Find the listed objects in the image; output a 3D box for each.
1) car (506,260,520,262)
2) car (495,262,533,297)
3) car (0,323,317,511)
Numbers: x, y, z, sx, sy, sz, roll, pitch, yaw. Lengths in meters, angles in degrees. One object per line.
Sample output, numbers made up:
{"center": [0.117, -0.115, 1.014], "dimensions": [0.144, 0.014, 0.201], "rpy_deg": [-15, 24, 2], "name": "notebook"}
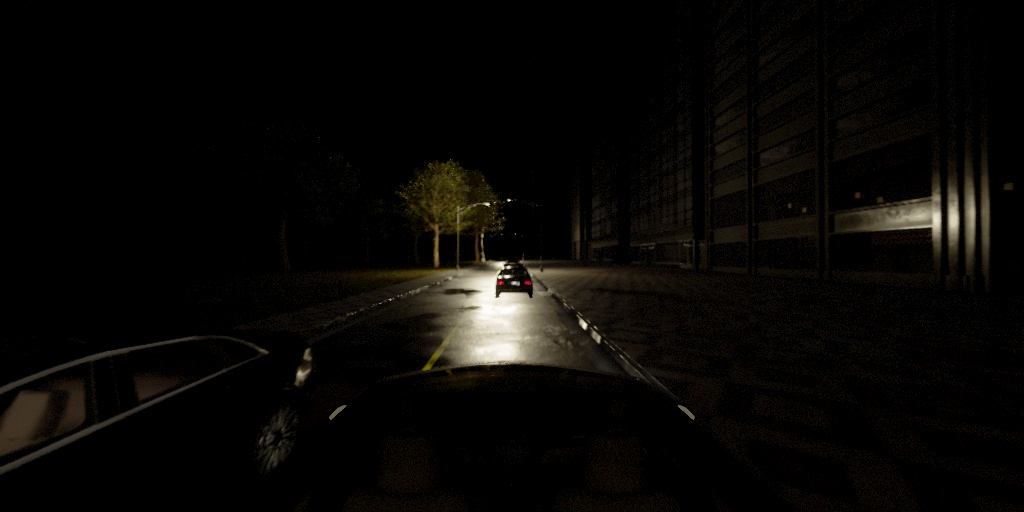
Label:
{"center": [0.088, 1.113, 35.601], "dimensions": [1.837, 1.490, 4.892], "rpy_deg": [0, 0, 0], "name": "car"}
{"center": [0.097, 1.236, 18.281], "dimensions": [2.033, 1.411, 5.357], "rpy_deg": [0, 0, 0], "name": "car"}
{"center": [-3.000, 1.241, 1.836], "dimensions": [2.128, 1.511, 4.902], "rpy_deg": [0, 0, 0], "name": "car"}
